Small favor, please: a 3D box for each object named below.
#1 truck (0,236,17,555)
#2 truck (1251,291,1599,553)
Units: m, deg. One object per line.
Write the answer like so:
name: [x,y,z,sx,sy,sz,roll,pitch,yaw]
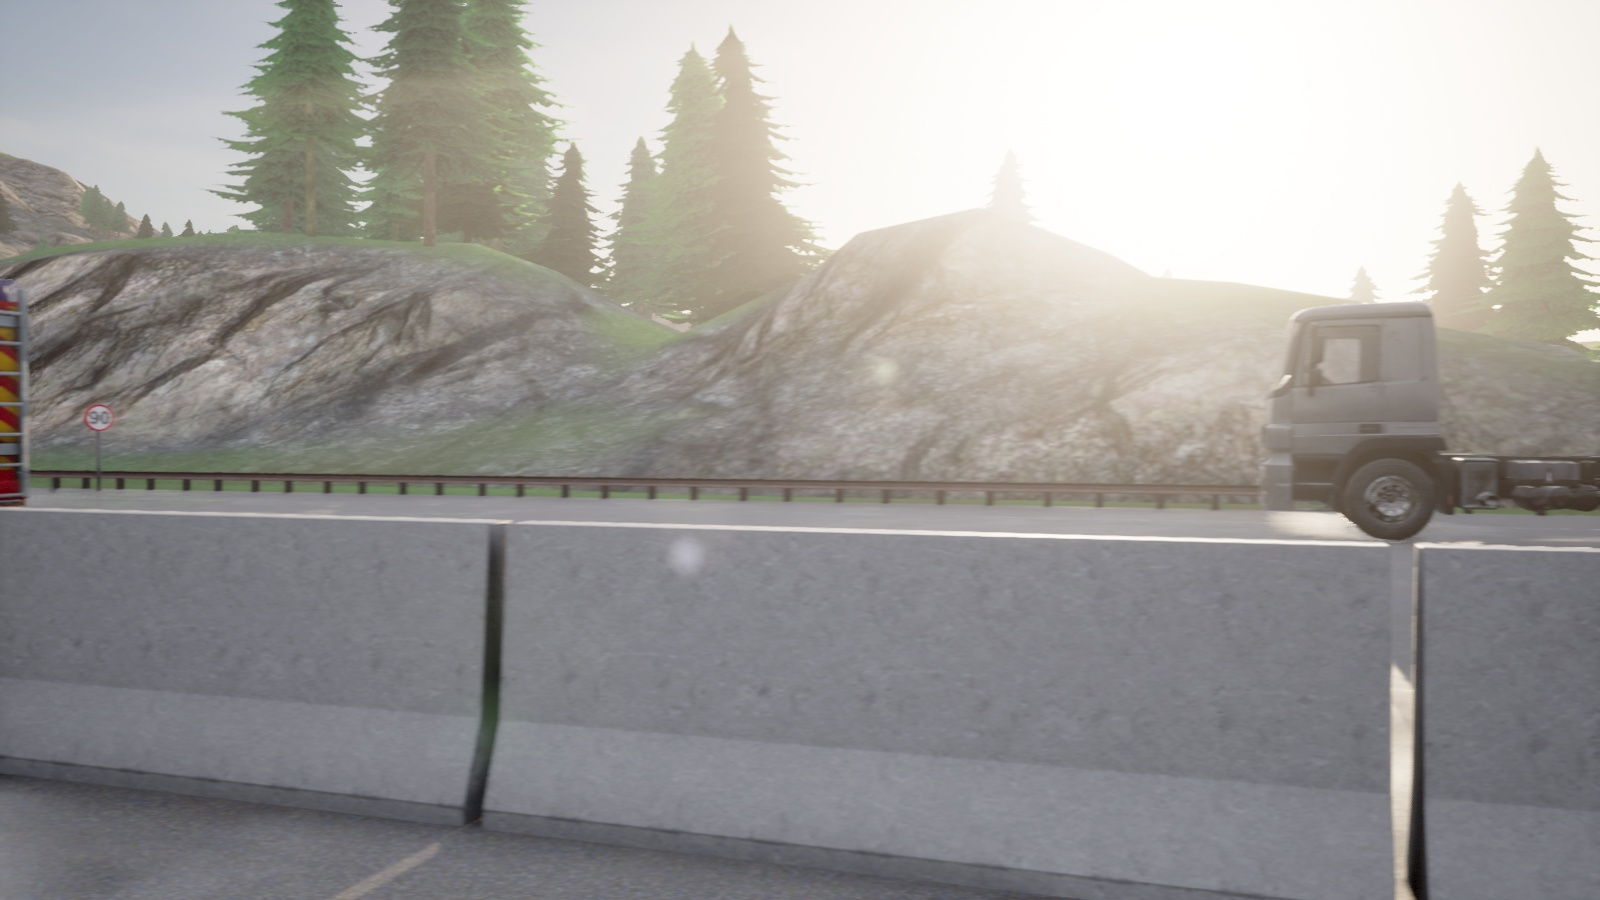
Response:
truck: [-14.025,-0.686,15.280,8.468,3.827,2.891,1,1,19]
truck: [10.741,-0.393,18.027,7.936,3.462,2.891,1,1,19]
